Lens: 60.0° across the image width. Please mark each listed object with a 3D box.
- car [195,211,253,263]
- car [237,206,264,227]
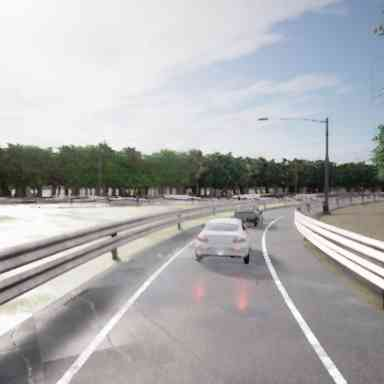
[{"bbox_3d":[1.274,1.678,12.638,1.812,1.442,4.674,0,0,10],"label":"car"},{"bbox_3d":[4.506,1.819,26.190,2.128,1.511,4.902,0,-1,19],"label":"car"}]
